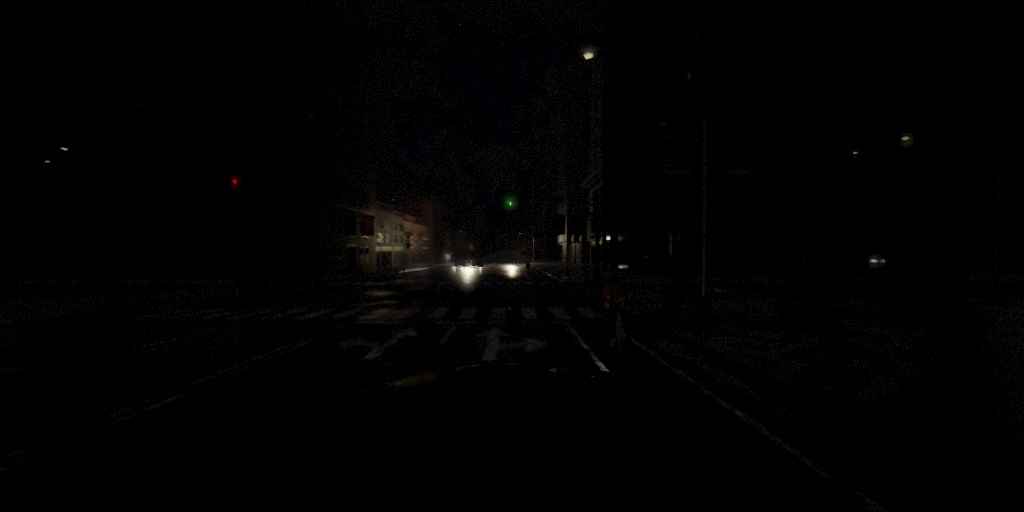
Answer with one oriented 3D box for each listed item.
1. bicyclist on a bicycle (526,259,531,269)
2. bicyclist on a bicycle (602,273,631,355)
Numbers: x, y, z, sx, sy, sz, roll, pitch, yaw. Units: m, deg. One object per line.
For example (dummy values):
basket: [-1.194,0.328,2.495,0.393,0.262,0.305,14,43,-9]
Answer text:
bicyclist on a bicycle: [2.259,1.239,50.804,0.866,1.612,1.509,0,0,0]
bicyclist on a bicycle: [2.249,1.206,7.759,0.582,1.620,1.656,0,0,0]
